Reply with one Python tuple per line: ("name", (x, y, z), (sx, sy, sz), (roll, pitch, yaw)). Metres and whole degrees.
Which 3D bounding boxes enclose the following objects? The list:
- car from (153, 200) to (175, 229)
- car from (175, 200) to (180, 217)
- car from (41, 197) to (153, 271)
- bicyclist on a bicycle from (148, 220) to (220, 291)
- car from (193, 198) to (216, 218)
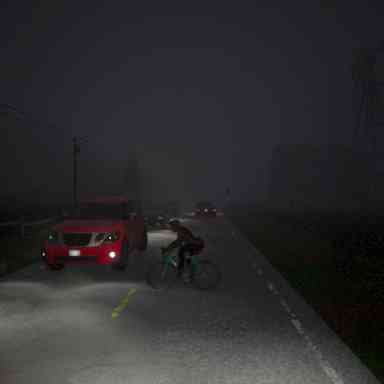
("car", (-2.485, 1.471, 21.730), (1.882, 1.535, 5.008), (0, 0, 3))
("car", (-2.179, 1.495, 31.120), (1.837, 1.490, 4.892), (0, 0, 2))
("car", (-2.915, 1.219, 11.319), (2.150, 2.045, 5.566), (0, 0, 2))
("bicyclist on a bicycle", (-0.206, 1.452, 7.539), (1.656, 1.620, 0.582), (-2, 0, 2))
("car", (1.137, 1.538, 29.537), (2.033, 1.411, 5.357), (0, 0, 0))
